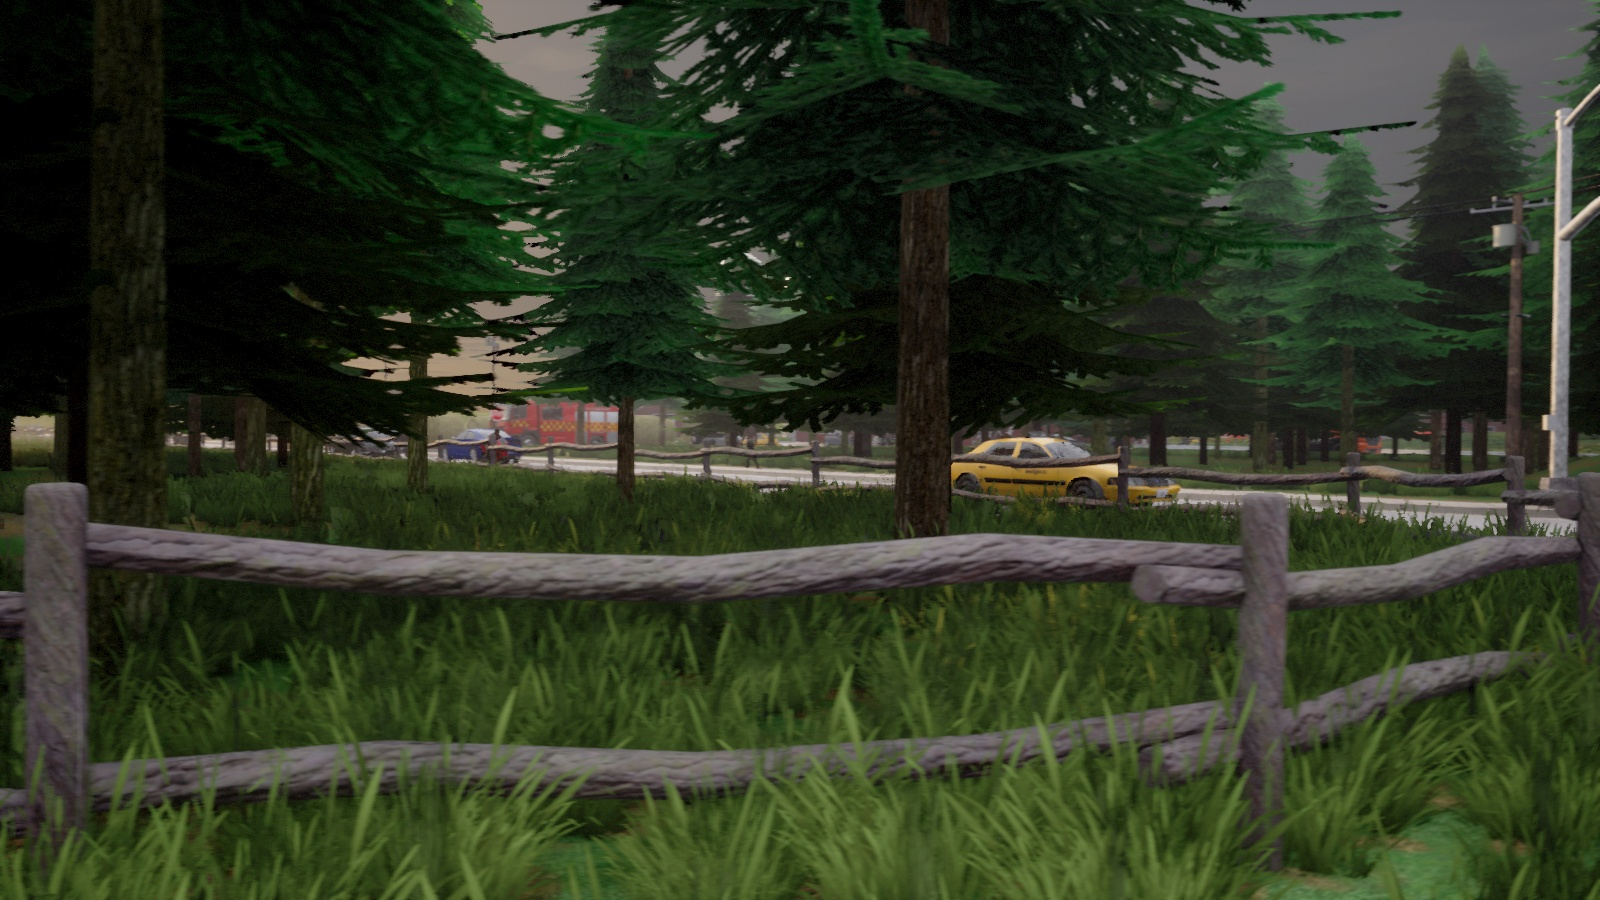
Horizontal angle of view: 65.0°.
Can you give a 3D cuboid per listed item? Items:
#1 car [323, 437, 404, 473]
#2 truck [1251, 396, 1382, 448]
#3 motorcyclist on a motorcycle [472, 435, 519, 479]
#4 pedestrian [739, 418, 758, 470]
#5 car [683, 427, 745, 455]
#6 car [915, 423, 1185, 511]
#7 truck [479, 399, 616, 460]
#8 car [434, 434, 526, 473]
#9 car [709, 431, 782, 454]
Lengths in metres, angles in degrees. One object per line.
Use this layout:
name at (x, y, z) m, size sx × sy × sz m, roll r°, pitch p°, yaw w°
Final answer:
car at (-18.953, 0.190, 54.431) m, size 1.837 × 1.490 × 4.892 m, roll -1°, pitch 1°, yaw -38°
truck at (35.875, -1.896, 87.468) m, size 2.891 × 3.462 × 7.936 m, roll -1°, pitch 1°, yaw -41°
motorcyclist on a motorcycle at (-10.736, 0.231, 44.219) m, size 0.797 × 1.523 × 2.044 m, roll -1°, pitch 1°, yaw -39°
pedestrian at (-1.836, -0.203, 45.058) m, size 0.331 × 1.846 × 0.634 m, roll -1°, pitch 1°, yaw -40°
car at (-5.940, -0.609, 87.109) m, size 3.866 × 1.878 × 1.905 m, roll -1°, pitch 1°, yaw -40°
car at (4.835, 0.291, 25.131) m, size 1.801 × 1.575 × 5.366 m, roll -1°, pitch 1°, yaw -39°
truck at (-16.530, -1.386, 82.696) m, size 8.468 × 3.827 × 2.891 m, roll -1°, pitch 1°, yaw -40°
car at (-13.651, 0.119, 53.335) m, size 1.882 × 1.535 × 5.008 m, roll -1°, pitch 1°, yaw -38°
car at (-4.026, -0.579, 93.330) m, size 5.366 × 1.575 × 1.801 m, roll -1°, pitch 1°, yaw -40°
